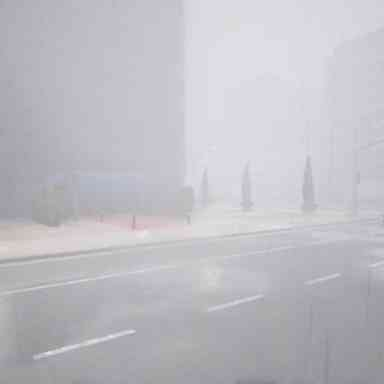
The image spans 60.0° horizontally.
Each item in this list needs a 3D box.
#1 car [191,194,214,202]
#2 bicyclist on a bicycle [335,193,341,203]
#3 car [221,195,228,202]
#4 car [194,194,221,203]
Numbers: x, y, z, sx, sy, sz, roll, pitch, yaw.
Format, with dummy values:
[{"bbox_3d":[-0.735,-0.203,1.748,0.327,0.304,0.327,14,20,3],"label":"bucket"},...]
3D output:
[{"bbox_3d":[2.019,1.185,64.849,2.128,1.511,4.902,-1,0,-34],"label":"car"},{"bbox_3d":[22.173,0.932,50.548,1.656,1.620,0.582,-1,1,-35],"label":"bicyclist on a bicycle"},{"bbox_3d":[4.949,1.268,66.767,1.895,1.301,4.718,-1,0,-34],"label":"car"},{"bbox_3d":[2.500,1.288,57.847,1.994,1.385,4.181,-1,0,-35],"label":"car"}]
